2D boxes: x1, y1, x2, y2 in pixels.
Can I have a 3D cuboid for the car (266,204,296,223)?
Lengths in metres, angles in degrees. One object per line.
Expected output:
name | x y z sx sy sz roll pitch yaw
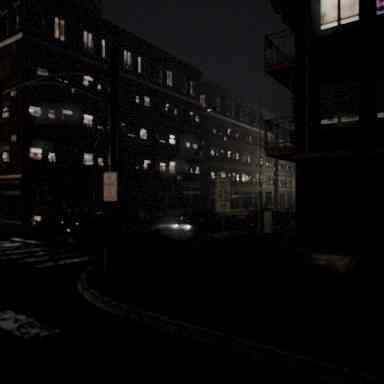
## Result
car | 8.748 2.112 30.988 2.008 1.369 4.403 -2 -2 35

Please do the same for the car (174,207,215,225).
car | 0.296 2.022 28.918 1.994 1.385 4.181 0 -1 35

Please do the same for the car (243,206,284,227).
car | 5.490 2.039 26.329 1.802 1.307 4.206 -2 -2 35

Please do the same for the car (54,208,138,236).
car | -5.641 1.872 20.475 1.895 1.301 4.718 0 -1 36

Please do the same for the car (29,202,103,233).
car | -7.902 1.589 21.758 2.192 1.841 5.009 -1 -2 35

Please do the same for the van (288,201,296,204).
van | 18.166 2.448 59.013 1.690 1.788 3.998 -1 -2 35
